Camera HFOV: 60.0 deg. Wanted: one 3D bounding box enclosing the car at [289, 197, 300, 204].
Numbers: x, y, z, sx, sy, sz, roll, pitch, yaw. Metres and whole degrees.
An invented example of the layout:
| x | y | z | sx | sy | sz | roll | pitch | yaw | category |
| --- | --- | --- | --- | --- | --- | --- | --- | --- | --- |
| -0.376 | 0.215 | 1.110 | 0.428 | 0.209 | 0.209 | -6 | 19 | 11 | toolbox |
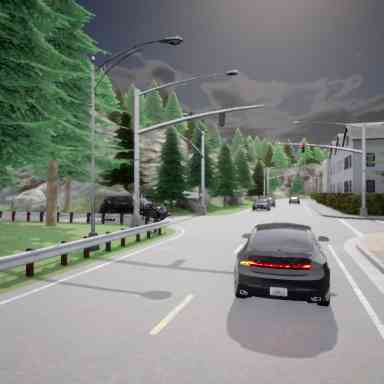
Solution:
| x | y | z | sx | sy | sz | roll | pitch | yaw | category |
| --- | --- | --- | --- | --- | --- | --- | --- | --- | --- |
| 19.234 | 1.564 | 62.531 | 1.994 | 1.385 | 4.181 | 0 | 0 | 17 | car |

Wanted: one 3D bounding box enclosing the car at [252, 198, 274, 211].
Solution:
| x | y | z | sx | sy | sz | roll | pitch | yaw | category |
| --- | --- | --- | --- | --- | --- | --- | --- | --- | --- |
| 8.644 | 1.564 | 41.073 | 1.994 | 1.385 | 4.181 | 0 | 0 | 17 | car |

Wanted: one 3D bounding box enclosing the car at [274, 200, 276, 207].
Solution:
| x | y | z | sx | sy | sz | roll | pitch | yaw | category |
| --- | --- | --- | --- | --- | --- | --- | --- | --- | --- |
| 11.641 | 1.564 | 50.614 | 1.994 | 1.385 | 4.181 | 0 | 0 | 17 | car |

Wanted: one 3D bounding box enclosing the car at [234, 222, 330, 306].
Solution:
| x | y | z | sx | sy | sz | roll | pitch | yaw | category |
| --- | --- | --- | --- | --- | --- | --- | --- | --- | --- |
| 2.237 | 1.505 | 8.165 | 1.837 | 1.490 | 4.892 | 0 | 0 | 17 | car |

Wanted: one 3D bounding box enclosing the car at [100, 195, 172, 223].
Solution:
| x | y | z | sx | sy | sz | roll | pitch | yaw | category |
| --- | --- | --- | --- | --- | --- | --- | --- | --- | --- |
| -4.359 | 1.236 | 25.579 | 5.566 | 2.045 | 2.150 | 0 | 0 | 17 | car |
